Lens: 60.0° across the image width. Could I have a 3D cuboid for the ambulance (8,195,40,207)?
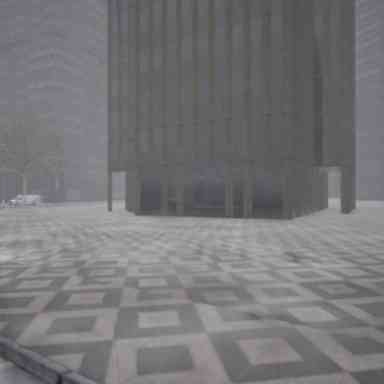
[{"bbox_3d":[-35.819,1.806,71.195,2.351,2.431,6.366,0,0,29],"label":"ambulance"}]
